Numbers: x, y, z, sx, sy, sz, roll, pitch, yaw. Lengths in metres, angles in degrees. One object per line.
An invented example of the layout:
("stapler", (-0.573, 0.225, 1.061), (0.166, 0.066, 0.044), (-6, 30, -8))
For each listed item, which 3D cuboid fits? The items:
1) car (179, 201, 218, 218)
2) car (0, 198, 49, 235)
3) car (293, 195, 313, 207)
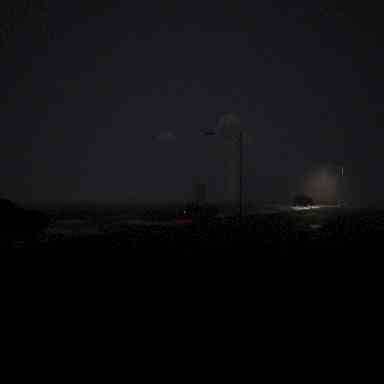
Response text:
("car", (0.763, 1.630, 32.184), (2.128, 1.511, 4.902), (1, 0, 35))
("car", (-10.183, 1.270, 16.845), (2.150, 2.045, 5.566), (1, 0, 36))
("car", (19.645, 1.545, 58.677), (2.150, 2.045, 5.566), (1, 0, 36))
